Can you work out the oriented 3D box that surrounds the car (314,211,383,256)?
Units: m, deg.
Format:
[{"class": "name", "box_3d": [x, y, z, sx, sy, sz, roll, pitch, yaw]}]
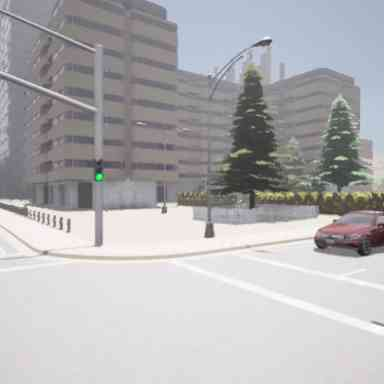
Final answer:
[{"class": "car", "box_3d": [6.784, 1.490, 13.125, 4.674, 1.442, 1.812, 0, 0, -35]}]
